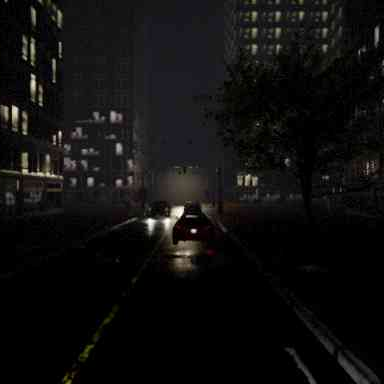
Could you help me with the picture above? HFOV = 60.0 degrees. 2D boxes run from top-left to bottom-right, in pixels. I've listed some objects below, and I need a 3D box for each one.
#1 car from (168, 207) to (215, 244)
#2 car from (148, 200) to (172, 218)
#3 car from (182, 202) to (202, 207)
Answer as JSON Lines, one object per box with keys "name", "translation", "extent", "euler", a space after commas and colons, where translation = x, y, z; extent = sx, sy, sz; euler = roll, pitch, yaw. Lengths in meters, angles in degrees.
{"name": "car", "translation": [0.075, 1.690, 16.590], "extent": [1.994, 1.385, 4.181], "euler": [0, 0, 0]}
{"name": "car", "translation": [-3.127, 1.608, 33.015], "extent": [2.097, 1.767, 4.553], "euler": [0, 0, 0]}
{"name": "car", "translation": [0.050, 1.757, 34.248], "extent": [2.128, 1.511, 4.902], "euler": [0, 0, 0]}
